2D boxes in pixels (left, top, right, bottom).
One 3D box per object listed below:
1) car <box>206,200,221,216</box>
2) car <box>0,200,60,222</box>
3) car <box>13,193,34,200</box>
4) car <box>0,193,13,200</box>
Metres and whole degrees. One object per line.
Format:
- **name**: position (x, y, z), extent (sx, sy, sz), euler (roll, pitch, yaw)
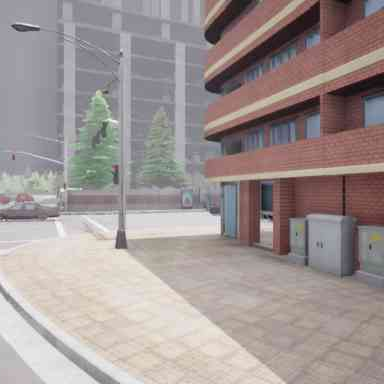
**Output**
- **car**: position (4.154, 1.276, 33.019), extent (5.566, 2.045, 2.150), euler (0, 0, -22)
- **car**: position (-13.118, 1.584, 25.890), extent (5.357, 1.411, 2.033), euler (0, 0, -22)
- **car**: position (-30.852, 1.221, 61.015), extent (2.150, 2.045, 5.566), euler (0, 0, -23)
- **car**: position (-33.996, 1.221, 59.463), extent (2.150, 2.045, 5.566), euler (0, 0, -23)
